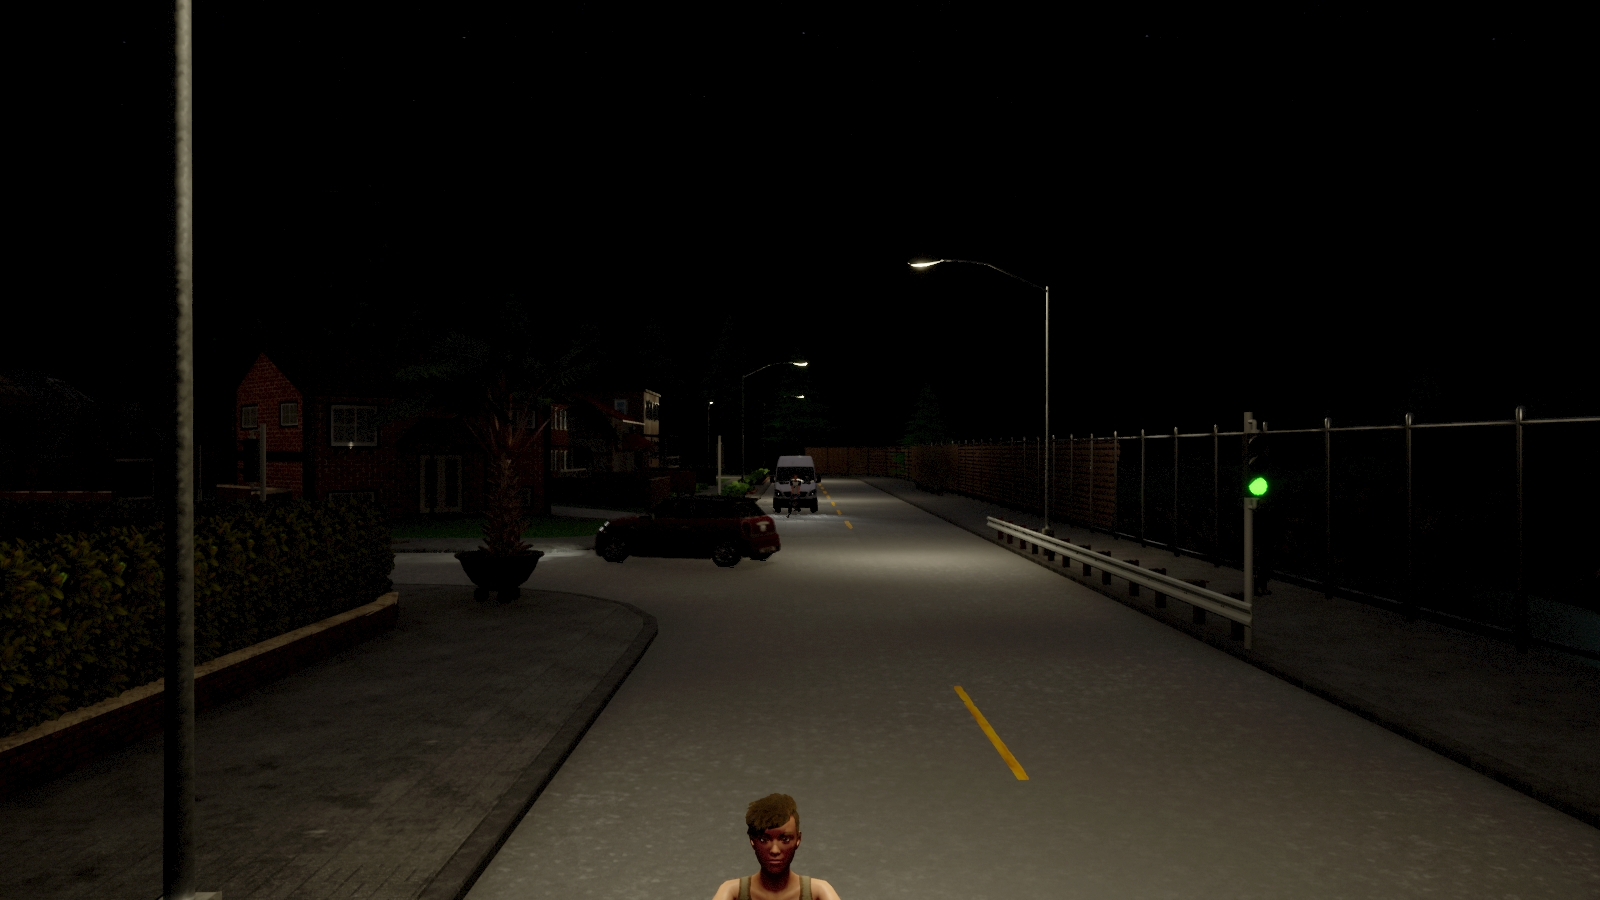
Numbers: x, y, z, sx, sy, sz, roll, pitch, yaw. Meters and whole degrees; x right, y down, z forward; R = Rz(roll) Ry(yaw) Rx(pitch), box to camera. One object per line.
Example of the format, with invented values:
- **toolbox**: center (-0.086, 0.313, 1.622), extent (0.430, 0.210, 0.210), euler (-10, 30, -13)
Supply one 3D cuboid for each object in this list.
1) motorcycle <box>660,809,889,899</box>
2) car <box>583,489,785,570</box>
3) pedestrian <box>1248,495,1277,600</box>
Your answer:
- **motorcycle**: center (-0.084, 2.157, 3.590), extent (0.764, 1.307, 2.356), euler (0, 0, -1)
- **car**: center (-2.891, 1.916, 28.567), extent (4.553, 1.767, 2.097), euler (0, 0, 22)
- **pedestrian**: center (8.348, 1.752, 20.621), extent (0.375, 1.860, 0.375), euler (0, 0, 0)
